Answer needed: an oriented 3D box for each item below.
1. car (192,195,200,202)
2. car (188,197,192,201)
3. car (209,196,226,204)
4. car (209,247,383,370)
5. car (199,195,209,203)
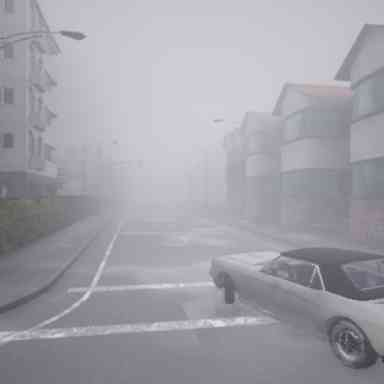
[{"bbox_3d":[2.787,1.850,91.847,3.866,1.878,1.905,0,0,-10],"label":"car"},{"bbox_3d":[1.884,1.890,94.640,4.605,1.855,1.932,0,0,-10],"label":"car"},{"bbox_3d":[6.389,1.863,72.973,3.806,1.475,1.970,0,0,-10],"label":"car"},{"bbox_3d":[2.195,1.659,5.937,1.895,1.301,4.718,0,0,-27],"label":"car"},{"bbox_3d":[4.974,1.831,79.241,5.027,1.636,2.152,0,0,-10],"label":"car"}]
